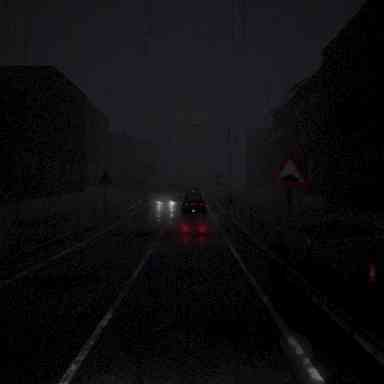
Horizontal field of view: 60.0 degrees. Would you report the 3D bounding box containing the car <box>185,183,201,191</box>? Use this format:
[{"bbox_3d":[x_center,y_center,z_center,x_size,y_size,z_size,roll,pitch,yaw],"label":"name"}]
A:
[{"bbox_3d":[0.121,-0.001,42.742,2.128,1.511,4.902,0,3,0],"label":"car"}]

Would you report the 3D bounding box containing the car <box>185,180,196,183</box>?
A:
[{"bbox_3d":[-0.238,-2.011,80.023,2.150,2.045,5.566,0,1,9],"label":"car"}]

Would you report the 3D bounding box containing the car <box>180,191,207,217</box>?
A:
[{"bbox_3d":[0.107,0.965,25.024,2.128,1.511,4.902,0,2,0],"label":"car"}]

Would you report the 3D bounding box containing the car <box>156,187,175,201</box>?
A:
[{"bbox_3d":[-3.069,0.199,39.629,1.837,1.490,4.892,0,4,0],"label":"car"}]
